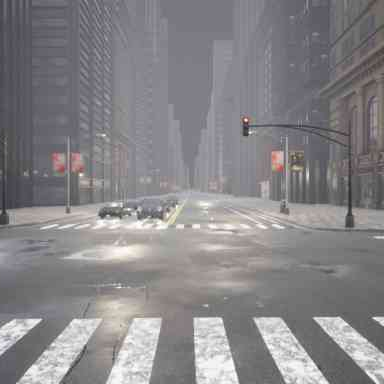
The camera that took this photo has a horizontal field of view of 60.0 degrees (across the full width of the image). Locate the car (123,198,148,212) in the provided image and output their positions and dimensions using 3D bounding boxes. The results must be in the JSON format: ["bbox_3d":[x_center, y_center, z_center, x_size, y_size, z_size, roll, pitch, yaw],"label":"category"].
[{"bbox_3d":[-6.584,1.521,39.446,2.033,1.411,5.357,0,0,0],"label":"car"}]

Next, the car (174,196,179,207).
[{"bbox_3d":[-3.339,1.529,47.464,1.994,1.385,4.181,0,0,0],"label":"car"}]

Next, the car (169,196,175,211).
[{"bbox_3d":[-3.336,1.523,37.565,2.033,1.411,5.357,0,0,0],"label":"car"}]

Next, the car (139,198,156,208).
[{"bbox_3d":[-6.585,1.563,49.532,1.895,1.301,4.718,0,0,0],"label":"car"}]

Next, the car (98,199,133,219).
[{"bbox_3d":[-6.563,1.531,29.348,2.033,1.411,5.357,0,0,4],"label":"car"}]

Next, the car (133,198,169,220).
[{"bbox_3d":[-3.338,1.336,28.091,2.097,1.767,4.553,0,0,0],"label":"car"}]

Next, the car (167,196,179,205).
[{"bbox_3d":[-3.297,1.454,57.838,1.837,1.490,4.892,0,0,0],"label":"car"}]
